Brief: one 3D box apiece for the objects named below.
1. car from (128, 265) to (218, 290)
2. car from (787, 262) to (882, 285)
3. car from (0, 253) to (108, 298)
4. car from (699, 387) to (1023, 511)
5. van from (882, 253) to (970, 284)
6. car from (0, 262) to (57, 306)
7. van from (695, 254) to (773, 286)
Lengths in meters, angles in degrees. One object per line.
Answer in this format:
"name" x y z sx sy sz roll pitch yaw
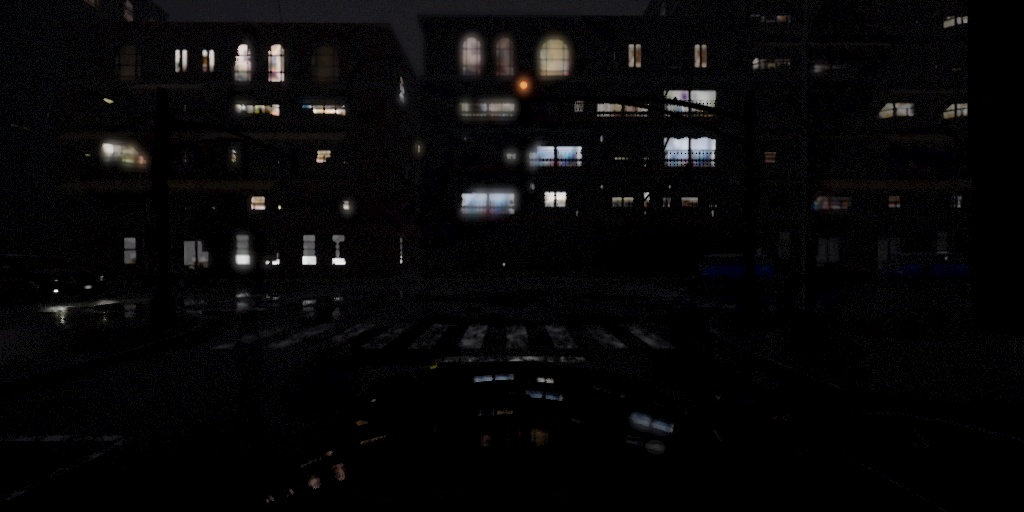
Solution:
"car" -19.750 1.192 20.958 4.403 1.370 2.007 0 0 0
"car" 18.675 0.978 21.138 4.207 1.307 1.802 0 0 0
"car" -21.104 0.932 15.500 5.566 2.045 2.150 1 0 0
"car" 2.568 1.319 1.495 1.948 1.339 4.313 0 0 0
"van" 24.315 0.703 21.184 3.998 1.789 1.690 0 0 0
"car" -19.684 1.107 12.819 4.097 1.591 1.967 0 0 0
"van" 13.035 0.772 21.093 3.998 1.789 1.690 0 0 0
